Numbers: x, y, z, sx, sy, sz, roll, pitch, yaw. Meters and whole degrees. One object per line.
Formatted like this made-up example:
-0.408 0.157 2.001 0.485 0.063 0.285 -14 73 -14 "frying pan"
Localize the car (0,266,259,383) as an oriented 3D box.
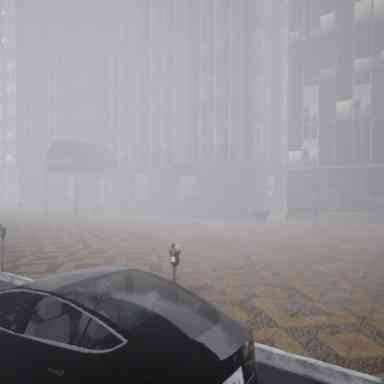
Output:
-1.369 1.566 3.833 4.313 1.339 1.947 0 1 35 "car"
